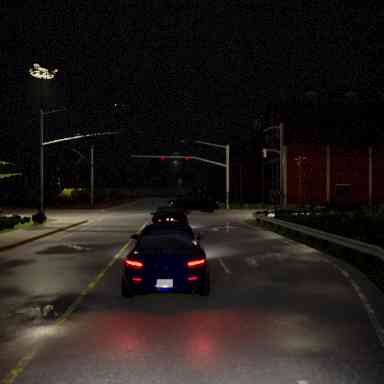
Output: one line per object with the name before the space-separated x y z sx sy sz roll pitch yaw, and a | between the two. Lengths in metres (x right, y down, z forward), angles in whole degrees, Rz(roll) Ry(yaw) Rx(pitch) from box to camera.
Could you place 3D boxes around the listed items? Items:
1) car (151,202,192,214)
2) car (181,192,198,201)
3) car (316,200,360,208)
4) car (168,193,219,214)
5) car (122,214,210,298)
car | -1.161 1.505 17.705 1.837 1.490 4.892 0 0 -3
car | -0.596 1.146 81.636 3.866 1.878 1.905 -3 4 44
car | 15.949 1.552 36.220 4.674 1.442 1.812 0 0 -2
car | 0.010 1.243 34.530 5.566 2.045 2.150 0 -1 -16
car | -0.618 1.526 8.460 1.812 1.442 4.674 0 0 -3
